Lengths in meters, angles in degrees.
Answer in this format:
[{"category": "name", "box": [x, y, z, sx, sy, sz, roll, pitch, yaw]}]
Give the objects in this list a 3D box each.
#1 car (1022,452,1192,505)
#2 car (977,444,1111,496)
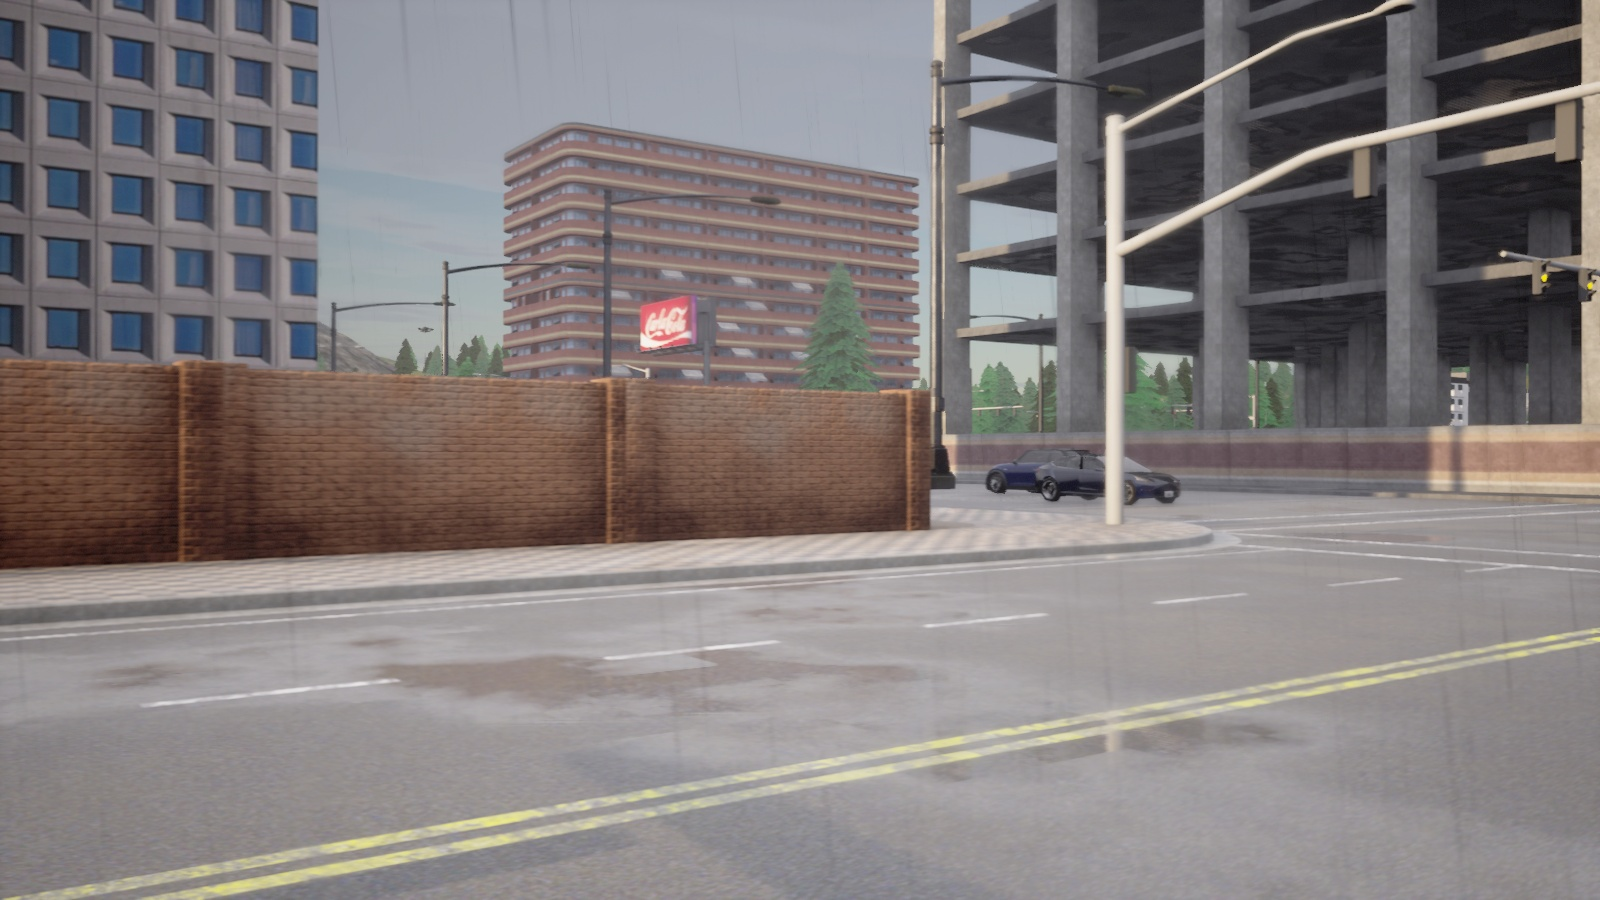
[{"category": "car", "box": [9.237, 0.819, 38.144, 2.163, 1.488, 4.792, 0, 0, -34]}, {"category": "car", "box": [8.699, 0.696, 45.137, 2.097, 1.767, 4.553, 0, 0, -34]}]
